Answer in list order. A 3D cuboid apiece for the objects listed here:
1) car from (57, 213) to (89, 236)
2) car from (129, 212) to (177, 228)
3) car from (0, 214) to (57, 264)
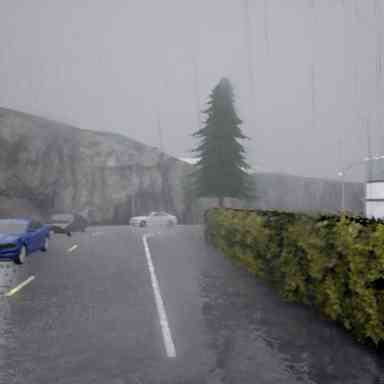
[{"bbox_3d":[-8.612,2.163,22.839,2.033,1.411,5.357,2,-2,-1],"label":"car"},{"bbox_3d":[-3.635,2.612,31.689,4.674,1.442,1.812,3,-3,-34],"label":"car"},{"bbox_3d":[-7.063,1.776,13.083,1.882,1.535,5.008,2,-2,-9],"label":"car"}]
